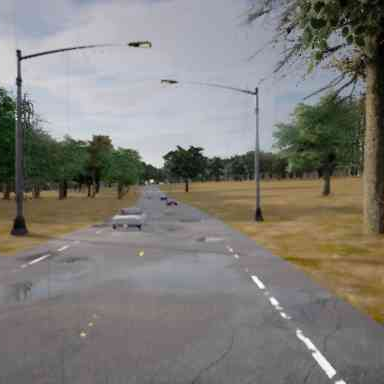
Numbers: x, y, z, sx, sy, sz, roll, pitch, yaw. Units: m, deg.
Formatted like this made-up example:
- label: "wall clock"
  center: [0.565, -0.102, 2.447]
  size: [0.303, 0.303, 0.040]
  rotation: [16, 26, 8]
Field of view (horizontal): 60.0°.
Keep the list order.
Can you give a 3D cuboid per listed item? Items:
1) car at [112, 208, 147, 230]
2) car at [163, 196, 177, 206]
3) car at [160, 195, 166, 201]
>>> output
- label: "car"
  center: [-4.181, 1.785, 22.675]
  size: [1.895, 1.301, 4.718]
  rotation: [0, 0, -3]
- label: "car"
  center: [-3.883, 1.842, 61.778]
  size: [1.895, 1.301, 4.718]
  rotation: [-1, 0, -7]
- label: "car"
  center: [-7.470, 1.545, 87.612]
  size: [1.882, 1.535, 5.008]
  rotation: [-1, 1, -8]
